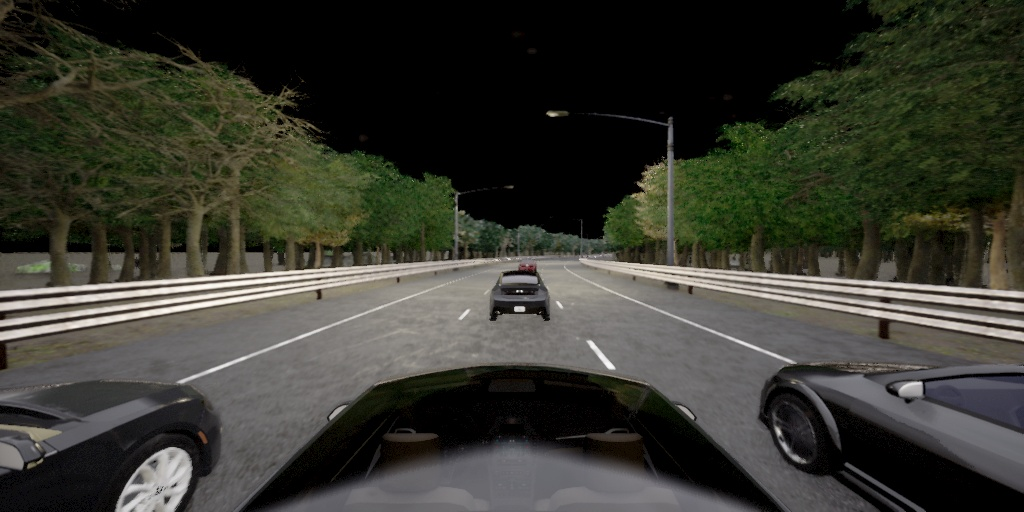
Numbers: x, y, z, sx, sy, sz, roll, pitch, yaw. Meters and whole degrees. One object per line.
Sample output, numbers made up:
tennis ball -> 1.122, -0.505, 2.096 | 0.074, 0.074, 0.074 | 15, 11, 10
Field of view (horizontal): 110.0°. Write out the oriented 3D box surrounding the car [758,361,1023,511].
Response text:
car -> 3.631, 1.317, 2.125 | 1.994, 1.385, 4.181 | 0, 0, 0

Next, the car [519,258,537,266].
car -> 1.896, 1.060, 42.451 | 2.097, 1.767, 4.553 | 0, 0, 5

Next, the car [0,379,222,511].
car -> -3.372, 1.252, 1.029 | 1.837, 1.490, 4.892 | 0, 0, 0

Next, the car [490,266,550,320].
car -> 0.275, 1.253, 12.554 | 1.837, 1.490, 4.892 | 0, 0, 1
